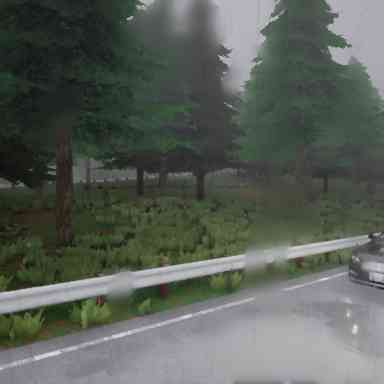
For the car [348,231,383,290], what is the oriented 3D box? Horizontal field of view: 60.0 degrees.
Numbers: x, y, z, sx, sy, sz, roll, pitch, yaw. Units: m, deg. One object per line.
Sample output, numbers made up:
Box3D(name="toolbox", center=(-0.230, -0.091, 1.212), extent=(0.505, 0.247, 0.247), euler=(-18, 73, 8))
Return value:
Box3D(name="car", center=(5.815, 1.489, 8.310), extent=(4.902, 1.511, 2.128), euler=(0, 0, -36))
